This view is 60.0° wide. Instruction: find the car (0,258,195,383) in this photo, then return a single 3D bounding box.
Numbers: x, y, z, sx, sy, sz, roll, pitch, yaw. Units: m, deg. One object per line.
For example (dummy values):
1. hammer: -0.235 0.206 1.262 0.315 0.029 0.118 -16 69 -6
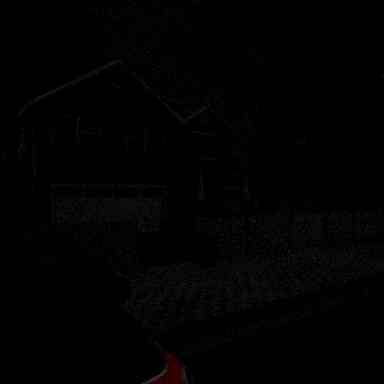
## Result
1. car: -2.118 1.343 1.555 4.553 1.767 2.097 1 0 -35
